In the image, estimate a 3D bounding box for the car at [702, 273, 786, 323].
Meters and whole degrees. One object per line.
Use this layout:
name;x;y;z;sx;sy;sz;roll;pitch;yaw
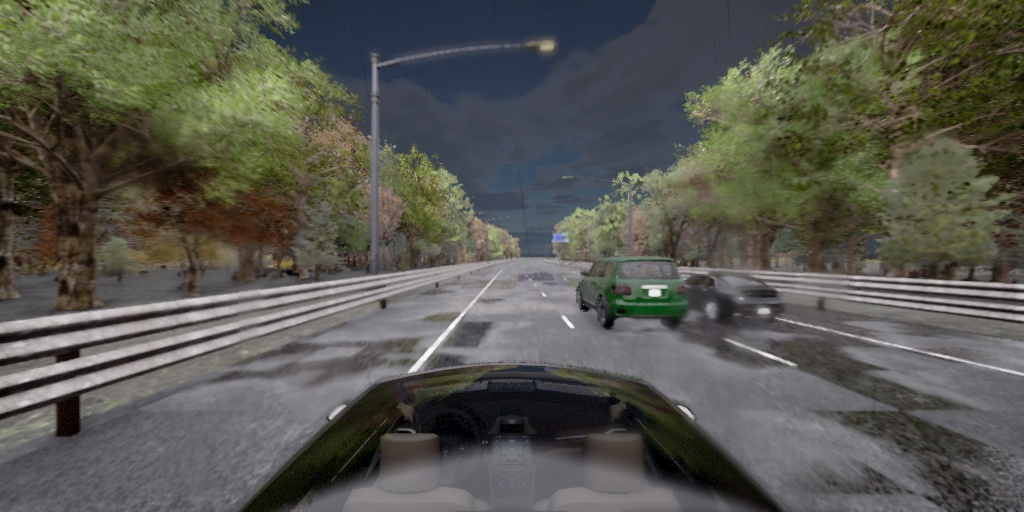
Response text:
car;7.094;1.330;12.516;1.837;1.490;4.892;0;0;0

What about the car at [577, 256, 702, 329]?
car;3.594;1.040;11.714;2.150;2.045;5.566;0;0;0
